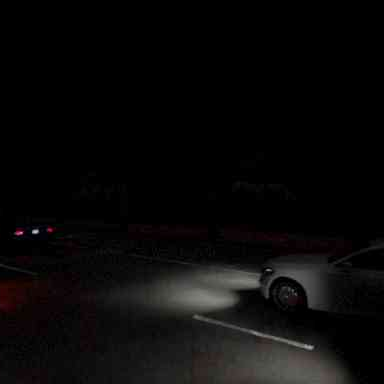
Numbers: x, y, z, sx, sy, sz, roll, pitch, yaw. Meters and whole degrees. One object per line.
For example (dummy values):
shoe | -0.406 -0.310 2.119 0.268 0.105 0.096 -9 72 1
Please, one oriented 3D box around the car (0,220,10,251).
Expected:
car | -7.142 1.522 9.095 4.674 1.442 1.812 0 0 36

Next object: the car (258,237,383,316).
car | 3.484 1.526 5.813 4.674 1.442 1.812 0 0 35

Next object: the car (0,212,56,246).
car | -7.928 1.543 13.958 5.357 1.411 2.033 0 0 36

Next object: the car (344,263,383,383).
car | 3.434 1.526 1.553 4.674 1.442 1.812 0 0 35
